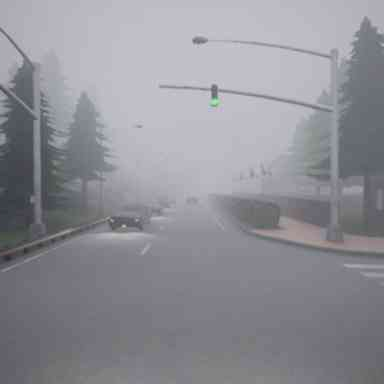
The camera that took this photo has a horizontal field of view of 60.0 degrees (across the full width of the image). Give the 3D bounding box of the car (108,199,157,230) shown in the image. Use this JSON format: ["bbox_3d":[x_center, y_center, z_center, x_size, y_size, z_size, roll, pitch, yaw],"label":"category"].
[{"bbox_3d":[-3.581,1.389,20.181,2.033,1.411,5.357,0,0,0],"label":"car"}]

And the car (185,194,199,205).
[{"bbox_3d":[0.049,1.067,47.530,1.882,1.535,5.008,0,1,0],"label":"car"}]

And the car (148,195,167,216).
[{"bbox_3d":[-3.565,1.286,29.771,1.812,1.442,4.674,0,1,0],"label":"car"}]

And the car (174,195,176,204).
[{"bbox_3d":[-3.504,1.050,51.768,1.882,1.535,5.008,0,1,1],"label":"car"}]

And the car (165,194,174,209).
[{"bbox_3d":[-3.555,1.175,40.291,1.837,1.490,4.892,0,0,0],"label":"car"}]
